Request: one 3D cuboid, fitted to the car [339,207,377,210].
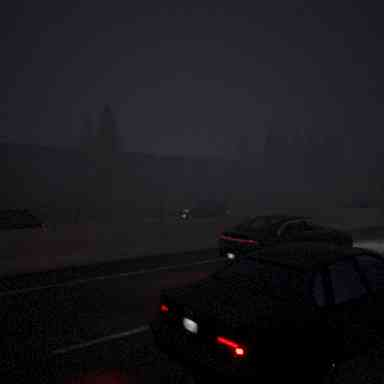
[{"bbox_3d":[16.502,1.417,33.005,4.902,1.511,2.128,0,0,-37],"label":"car"}]

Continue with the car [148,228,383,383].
[{"bbox_3d":[2.018,1.535,5.188,5.357,1.411,2.033,0,0,-36],"label":"car"}]

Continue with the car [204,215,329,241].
[{"bbox_3d":[2.993,1.468,10.182,4.902,1.511,2.128,0,0,-36],"label":"car"}]

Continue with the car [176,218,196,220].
[{"bbox_3d":[0.644,1.308,25.949,4.553,1.767,2.097,0,0,-36],"label":"car"}]

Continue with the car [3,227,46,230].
[{"bbox_3d":[-7.501,1.350,11.538,4.553,1.767,2.097,0,0,-36],"label":"car"}]
